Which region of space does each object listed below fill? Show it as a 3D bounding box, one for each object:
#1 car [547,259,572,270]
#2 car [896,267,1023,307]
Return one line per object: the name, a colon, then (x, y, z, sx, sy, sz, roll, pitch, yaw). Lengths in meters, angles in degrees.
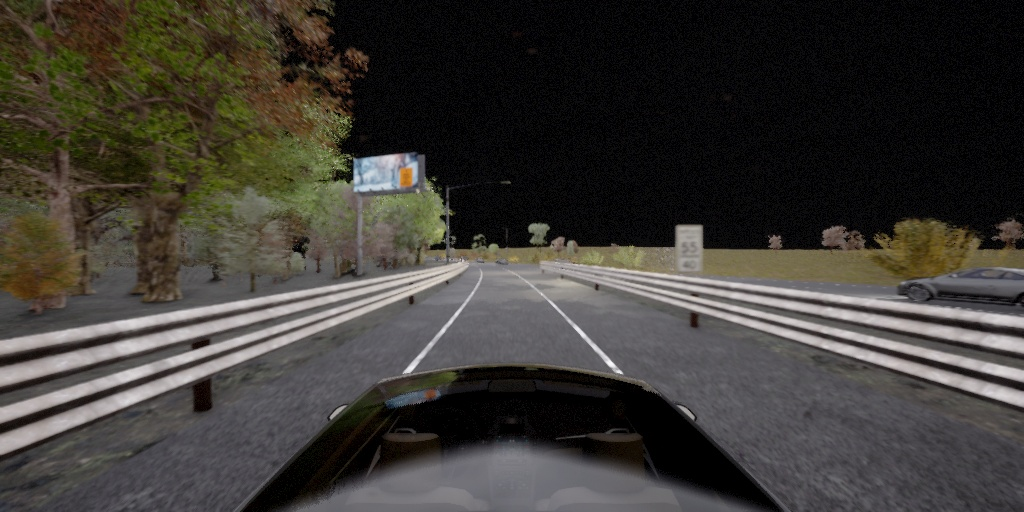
car: (6.251, 1.111, 47.292, 2.128, 1.511, 4.902, -1, 0, -17)
car: (16.604, 1.073, 12.604, 1.994, 1.385, 4.181, -1, 0, -17)
